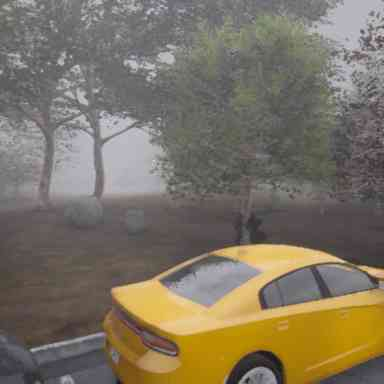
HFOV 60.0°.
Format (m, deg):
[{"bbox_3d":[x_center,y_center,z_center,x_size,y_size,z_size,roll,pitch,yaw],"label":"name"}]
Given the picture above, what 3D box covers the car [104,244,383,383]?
[{"bbox_3d":[1.356,1.494,4.627,5.008,1.535,2.097,0,0,-30],"label":"car"}]
